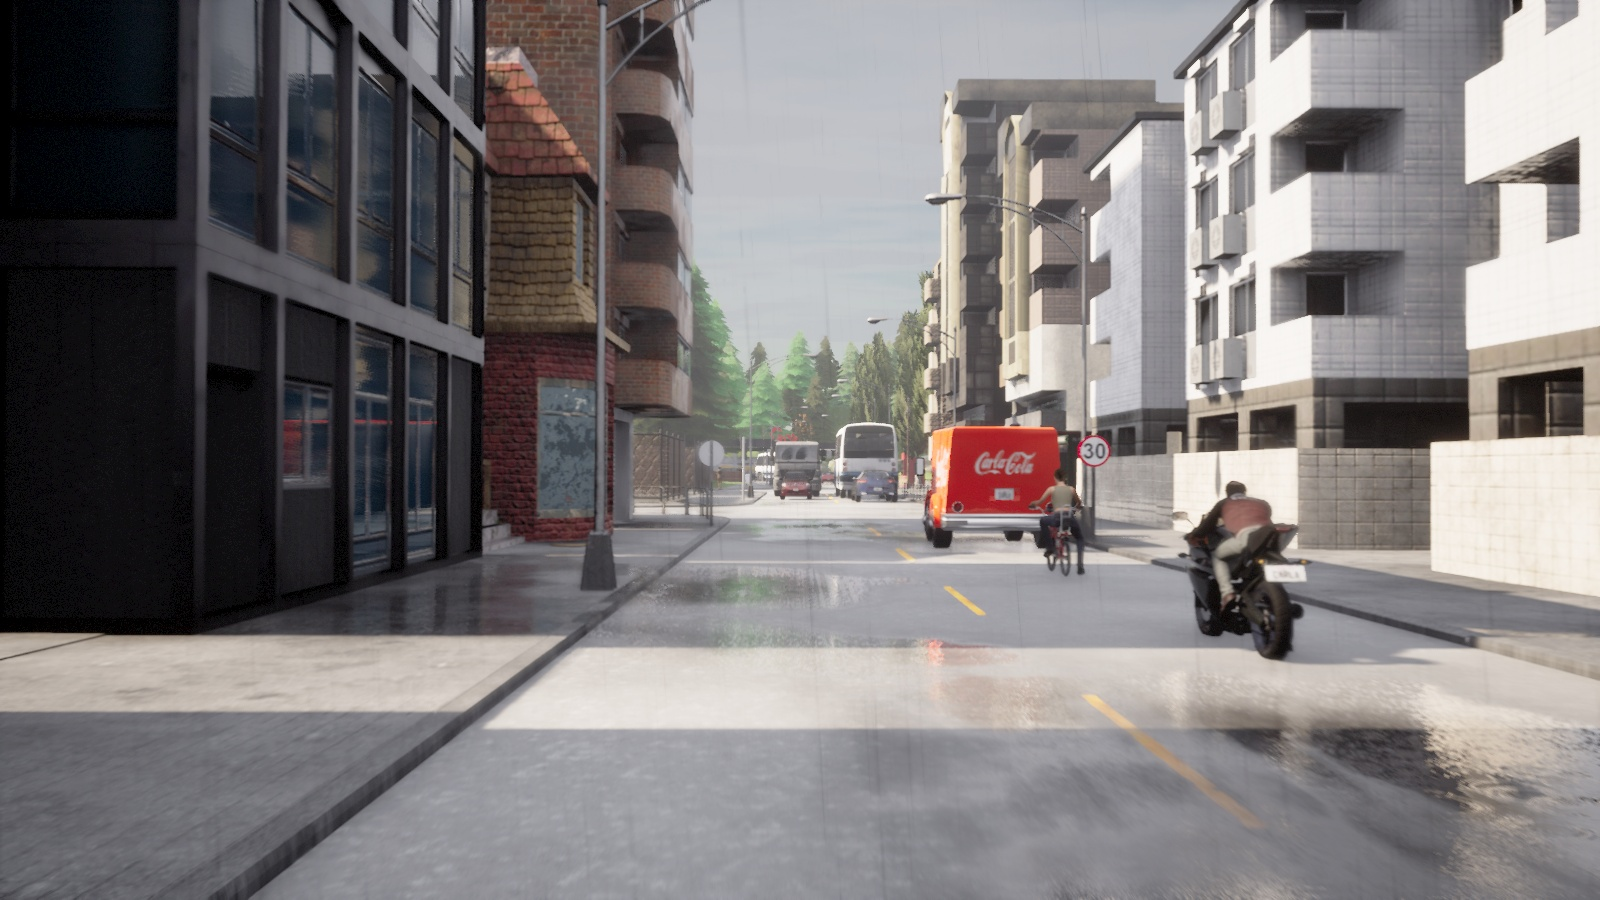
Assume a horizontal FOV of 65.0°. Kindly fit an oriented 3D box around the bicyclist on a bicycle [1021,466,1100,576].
[{"bbox_3d":[3.960,1.056,19.233,0.866,1.612,1.509,0,-1,-1],"label":"bicyclist on a bicycle"}]

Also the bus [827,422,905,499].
[{"bbox_3d":[3.784,0.672,75.001,3.944,4.253,10.273,0,-1,-1],"label":"bus"}]

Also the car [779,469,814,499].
[{"bbox_3d":[-0.197,1.868,69.306,1.851,1.617,3.988,0,-1,0],"label":"car"}]

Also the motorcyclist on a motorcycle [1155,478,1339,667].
[{"bbox_3d":[3.971,1.023,11.372,0.866,1.530,2.191,0,-1,0],"label":"motorcyclist on a motorcycle"}]

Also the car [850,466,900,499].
[{"bbox_3d":[3.829,1.657,64.806,2.152,1.651,5.027,0,-1,-1],"label":"car"}]

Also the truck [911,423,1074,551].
[{"bbox_3d":[3.943,0.760,26.880,2.627,2.467,5.204,0,-1,-1],"label":"truck"}]

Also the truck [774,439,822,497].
[{"bbox_3d":[-0.216,1.157,79.439,2.891,3.462,7.936,0,-1,-1],"label":"truck"}]
